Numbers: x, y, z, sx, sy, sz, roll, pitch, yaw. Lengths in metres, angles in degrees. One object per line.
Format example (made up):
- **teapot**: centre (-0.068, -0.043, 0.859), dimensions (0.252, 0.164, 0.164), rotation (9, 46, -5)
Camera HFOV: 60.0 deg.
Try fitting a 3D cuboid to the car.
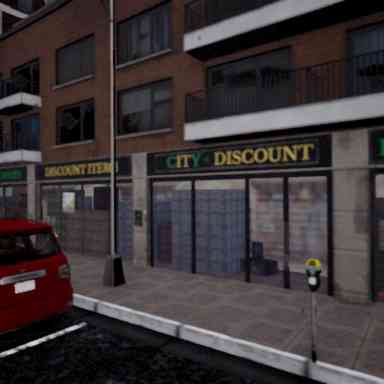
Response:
- **car**: centre (-4.186, 1.377, 5.861), dimensions (5.009, 1.841, 2.192), rotation (-1, 0, 36)
